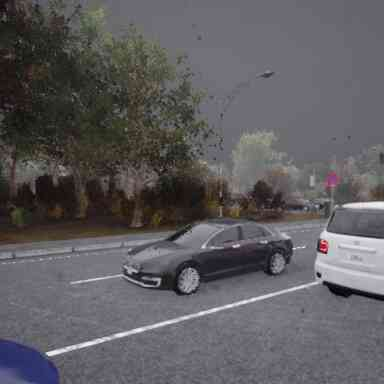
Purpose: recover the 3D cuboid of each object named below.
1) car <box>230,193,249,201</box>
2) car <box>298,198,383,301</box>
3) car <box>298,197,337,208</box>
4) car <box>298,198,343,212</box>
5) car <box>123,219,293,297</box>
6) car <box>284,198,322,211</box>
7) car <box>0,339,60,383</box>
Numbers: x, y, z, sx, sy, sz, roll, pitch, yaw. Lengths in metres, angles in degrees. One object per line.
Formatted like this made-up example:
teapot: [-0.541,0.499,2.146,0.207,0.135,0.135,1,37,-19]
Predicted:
car: [7.294,1.225,47.086,2.150,2.045,5.566,0,0,-32]
car: [5.050,1.224,7.356,5.566,2.045,2.150,0,0,-35]
car: [18.533,1.562,49.325,2.033,1.411,5.357,0,0,-32]
car: [15.569,1.504,40.540,2.128,1.511,4.902,0,0,-32]
car: [0.606,1.507,8.728,4.892,1.490,1.837,0,0,-36]
car: [12.539,1.503,38.756,2.128,1.511,4.902,0,0,-33]
car: [-3.070,1.525,1.553,4.674,1.442,1.812,0,0,-36]
